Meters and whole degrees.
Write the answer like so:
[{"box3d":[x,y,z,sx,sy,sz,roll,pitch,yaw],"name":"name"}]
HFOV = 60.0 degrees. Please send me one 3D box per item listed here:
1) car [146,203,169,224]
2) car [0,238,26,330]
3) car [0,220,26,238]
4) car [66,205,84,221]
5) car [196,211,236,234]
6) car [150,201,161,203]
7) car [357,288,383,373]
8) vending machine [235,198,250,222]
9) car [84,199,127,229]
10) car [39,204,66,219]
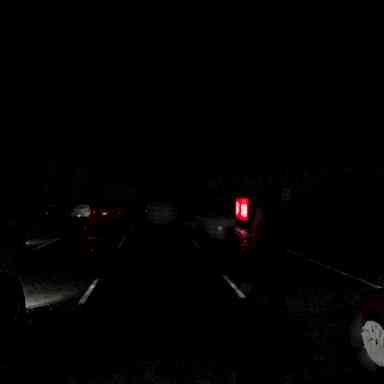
[{"box3d":[-2.981,1.908,28.548,2.033,1.411,5.357,0,-1,-7],"name":"car"},{"box3d":[-3.929,1.628,4.392,1.994,1.385,4.181,0,-1,-4],"name":"car"},{"box3d":[-8.298,1.747,13.306,1.994,1.385,4.181,0,-1,-6],"name":"car"},{"box3d":[-10.468,1.948,32.306,1.812,1.442,4.674,0,-1,-7],"name":"car"},{"box3d":[1.387,1.862,21.293,1.895,1.301,4.718,0,-1,-7],"name":"car"},{"box3d":[-4.690,1.896,43.186,2.097,1.767,4.553,0,-1,-7],"name":"car"},{"box3d":[3.398,1.506,2.744,1.882,1.535,5.008,0,-1,-4],"name":"car"},{"box3d":[4.447,1.549,29.314,1.100,2.100,0.880,0,-1,-7],"name":"vending machine"},{"box3d":[-6.005,1.535,24.240,2.150,2.045,5.566,0,-1,-7],"name":"car"},{"box3d":[-14.250,1.935,34.521,1.882,1.535,5.008,0,0,-7],"name":"car"}]
